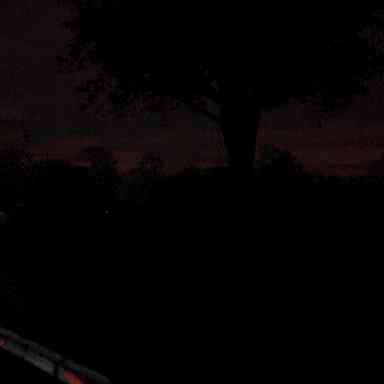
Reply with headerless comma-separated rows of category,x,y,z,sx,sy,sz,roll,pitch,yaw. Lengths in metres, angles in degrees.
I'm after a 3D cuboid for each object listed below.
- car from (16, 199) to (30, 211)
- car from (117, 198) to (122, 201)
car,-21.215,1.720,42.804,2.097,1.767,4.553,-1,0,33
car,-12.897,1.854,55.477,1.882,1.535,5.008,-1,0,33
